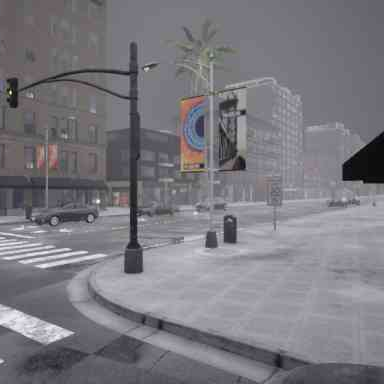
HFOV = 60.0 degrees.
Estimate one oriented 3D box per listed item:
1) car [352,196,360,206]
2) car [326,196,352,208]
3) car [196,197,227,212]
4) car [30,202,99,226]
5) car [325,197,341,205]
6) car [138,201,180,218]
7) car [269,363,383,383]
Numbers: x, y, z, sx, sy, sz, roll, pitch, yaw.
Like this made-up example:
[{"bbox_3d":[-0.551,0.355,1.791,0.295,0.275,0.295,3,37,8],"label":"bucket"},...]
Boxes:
[{"bbox_3d":[29.189,1.503,60.385,2.097,1.767,4.553,0,0,33],"label":"car"},{"bbox_3d":[22.526,1.470,50.929,2.097,1.767,4.553,0,0,35],"label":"car"},{"bbox_3d":[2.361,1.404,39.546,2.097,1.767,4.553,0,0,35],"label":"car"},{"bbox_3d":[-8.905,1.520,23.555,1.837,1.490,4.892,0,0,35],"label":"car"},{"bbox_3d":[26.381,1.710,62.054,1.994,1.385,4.181,0,0,35],"label":"car"},{"bbox_3d":[-3.286,1.579,31.536,2.033,1.411,5.357,0,0,35],"label":"car"},{"bbox_3d":[2.218,1.551,1.268,4.403,1.369,2.008,0,0,35],"label":"car"}]
